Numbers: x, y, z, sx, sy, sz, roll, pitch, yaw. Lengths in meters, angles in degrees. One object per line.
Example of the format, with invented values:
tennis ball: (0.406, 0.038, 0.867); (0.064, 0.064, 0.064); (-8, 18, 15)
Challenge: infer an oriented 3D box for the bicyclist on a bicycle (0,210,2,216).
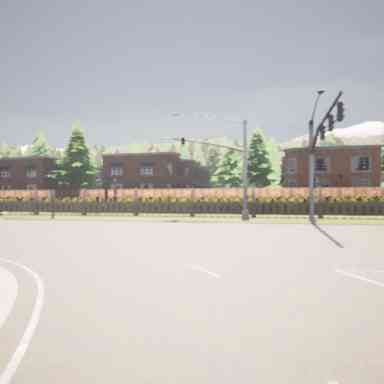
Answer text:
bicyclist on a bicycle: (-19.014, 1.607, 32.148); (0.582, 1.620, 1.656); (0, 0, 13)
